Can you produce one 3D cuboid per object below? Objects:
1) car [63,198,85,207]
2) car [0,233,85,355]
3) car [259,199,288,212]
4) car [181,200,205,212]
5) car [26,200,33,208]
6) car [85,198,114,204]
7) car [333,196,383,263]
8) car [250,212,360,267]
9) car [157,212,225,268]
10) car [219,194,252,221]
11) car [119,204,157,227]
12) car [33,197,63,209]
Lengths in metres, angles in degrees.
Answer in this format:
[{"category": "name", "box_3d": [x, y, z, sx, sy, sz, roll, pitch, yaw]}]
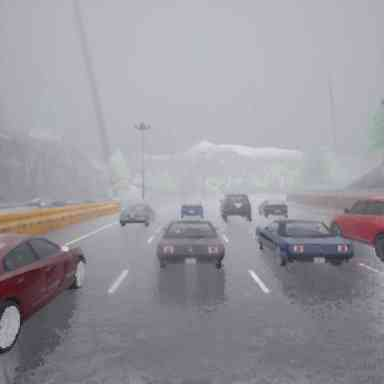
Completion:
[{"category": "car", "box_3d": [-15.693, 1.565, 47.363, 2.033, 1.411, 5.357, 0, 0, 9]}, {"category": "car", "box_3d": [-3.512, 1.488, 6.106, 1.882, 1.535, 5.008, 0, 0, 0]}, {"category": "car", "box_3d": [7.124, 1.389, 29.535, 1.882, 1.535, 5.008, 0, 0, 3]}, {"category": "car", "box_3d": [0.113, 1.431, 29.439, 1.882, 1.535, 5.008, 0, 0, 3]}, {"category": "car", "box_3d": [-22.447, 1.531, 49.314, 1.882, 1.535, 5.008, 0, 0, 10]}, {"category": "car", "box_3d": [-12.309, 1.547, 46.411, 2.033, 1.411, 5.357, 0, 0, 9]}, {"category": "car", "box_3d": [6.944, 1.161, 11.793, 2.150, 2.045, 5.566, 0, 0, -1]}, {"category": "car", "box_3d": [3.450, 1.563, 11.258, 1.895, 1.301, 4.718, 0, 0, 0]}, {"category": "car", "box_3d": [-0.050, 1.583, 11.222, 1.895, 1.301, 4.718, 0, 0, 0]}, {"category": "car", "box_3d": [3.483, 1.158, 26.979, 2.150, 2.045, 5.566, 0, 0, 2]}, {"category": "car", "box_3d": [-3.627, 1.533, 22.941, 2.033, 1.411, 5.357, 0, 0, 1]}, {"category": "car", "box_3d": [-19.361, 1.531, 46.406, 2.128, 1.511, 4.902, 0, 0, 9]}]
